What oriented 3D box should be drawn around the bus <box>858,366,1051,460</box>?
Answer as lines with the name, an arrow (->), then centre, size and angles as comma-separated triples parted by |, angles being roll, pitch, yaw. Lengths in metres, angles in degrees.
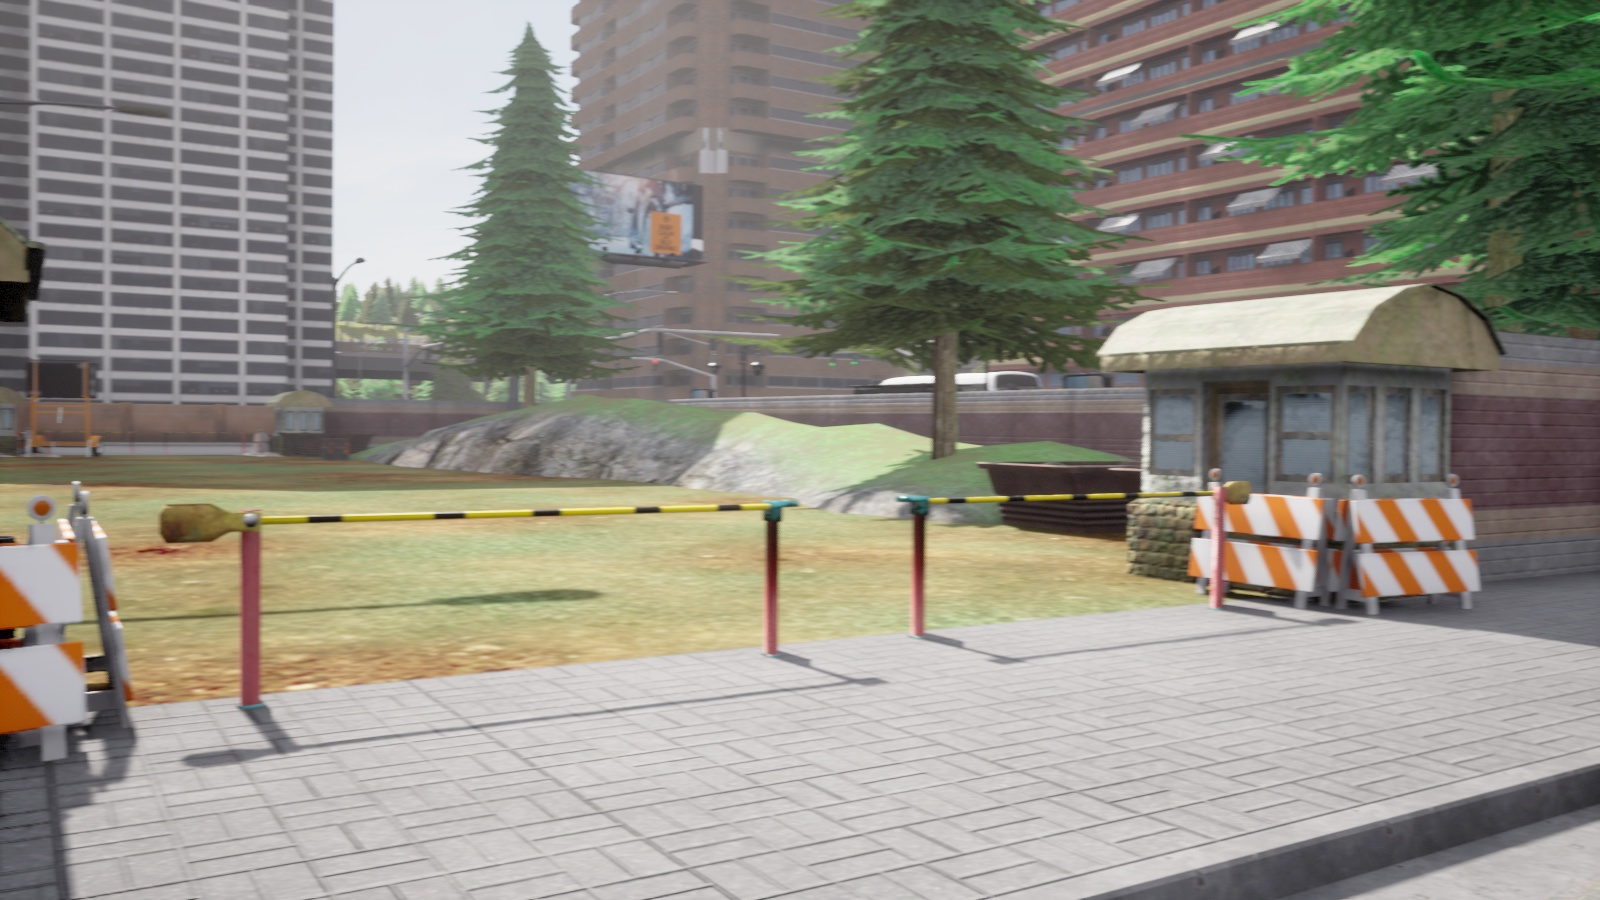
bus -> 7.399, -1.756, 62.231 | 3.944, 4.253, 10.273 | -1, 1, -32
